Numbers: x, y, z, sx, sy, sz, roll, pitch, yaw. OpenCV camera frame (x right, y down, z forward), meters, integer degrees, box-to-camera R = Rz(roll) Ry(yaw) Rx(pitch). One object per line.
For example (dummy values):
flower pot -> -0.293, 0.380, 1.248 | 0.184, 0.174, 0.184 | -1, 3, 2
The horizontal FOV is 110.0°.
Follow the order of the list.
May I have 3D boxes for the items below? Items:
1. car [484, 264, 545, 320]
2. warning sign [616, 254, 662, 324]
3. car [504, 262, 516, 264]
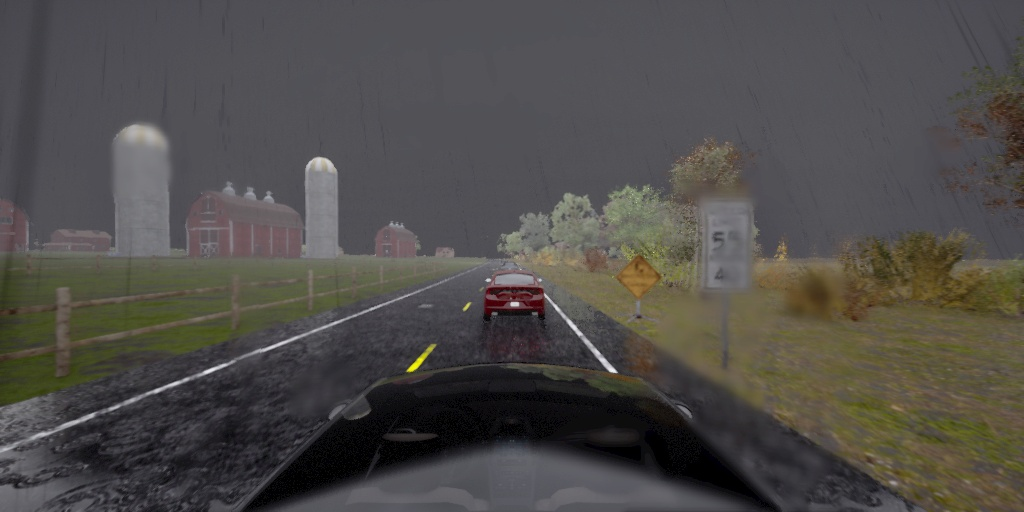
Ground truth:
car -> 0.074, 1.229, 12.726 | 1.882, 1.535, 5.008 | 0, 0, 0
warning sign -> 3.537, 0.865, 10.078 | 1.300, 1.860, 1.060 | 0, 0, 0
car -> -0.225, 1.324, 38.755 | 1.994, 1.385, 4.181 | 0, 0, 0
